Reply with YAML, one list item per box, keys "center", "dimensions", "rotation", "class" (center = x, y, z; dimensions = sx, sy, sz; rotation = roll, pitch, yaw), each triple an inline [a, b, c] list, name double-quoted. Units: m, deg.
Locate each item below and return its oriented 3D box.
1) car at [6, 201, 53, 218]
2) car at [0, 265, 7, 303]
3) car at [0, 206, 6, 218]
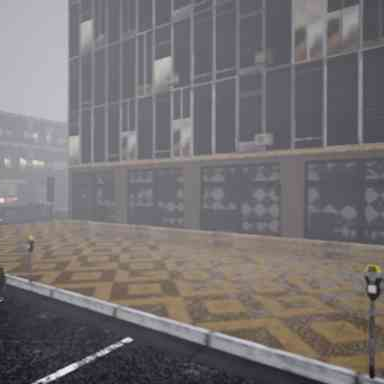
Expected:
- center: [-14.757, 1.458, 29.022]
  dimensions: [1.895, 1.301, 4.718]
  rotation: [0, 1, 35]
  class: "car"
- center: [-5.406, 1.594, 6.669]
  dimensions: [4.403, 1.369, 2.008]
  rotation: [0, 0, 35]
  class: "car"
- center: [-15.973, 1.515, 22.339]
  dimensions: [2.033, 1.411, 5.357]
  rotation: [0, 1, 35]
  class: "car"
